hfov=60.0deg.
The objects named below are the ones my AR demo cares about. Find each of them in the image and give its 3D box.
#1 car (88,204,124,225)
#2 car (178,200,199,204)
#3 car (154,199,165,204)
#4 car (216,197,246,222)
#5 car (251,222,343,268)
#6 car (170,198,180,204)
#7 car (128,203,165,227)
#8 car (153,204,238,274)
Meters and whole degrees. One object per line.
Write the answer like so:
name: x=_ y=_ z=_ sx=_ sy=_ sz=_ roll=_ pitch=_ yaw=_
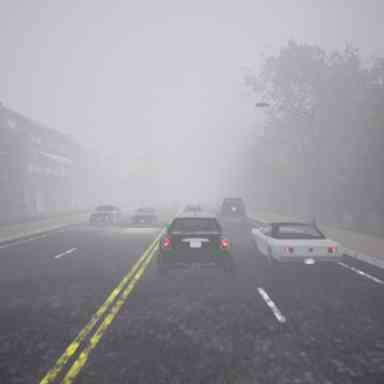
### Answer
car: x=-6.613 y=1.726 z=25.962 sx=1.837 sy=1.490 sz=4.892 roll=0 pitch=-1 yaw=0
car: x=0.082 y=1.743 z=29.568 sx=2.128 sy=1.511 sz=4.902 roll=0 pitch=0 yaw=0
car: x=-6.543 y=2.158 z=67.009 sx=1.895 sy=1.301 sz=4.718 roll=0 pitch=0 yaw=0
car: x=3.332 y=1.468 z=29.014 sx=2.150 sy=2.045 sz=5.566 roll=0 pitch=0 yaw=0
car: x=3.343 y=1.701 z=11.665 sx=1.895 sy=1.301 sz=4.718 roll=0 pitch=0 yaw=0
car: x=-3.297 y=2.037 z=66.665 sx=1.882 sy=1.535 sz=5.008 roll=0 pitch=0 yaw=0
car: x=-3.362 y=1.772 z=24.431 sx=1.994 sy=1.385 sz=4.181 roll=0 pitch=0 yaw=0
car: x=0.094 y=1.447 z=11.037 sx=2.097 sy=1.767 sz=4.553 roll=0 pitch=0 yaw=0
